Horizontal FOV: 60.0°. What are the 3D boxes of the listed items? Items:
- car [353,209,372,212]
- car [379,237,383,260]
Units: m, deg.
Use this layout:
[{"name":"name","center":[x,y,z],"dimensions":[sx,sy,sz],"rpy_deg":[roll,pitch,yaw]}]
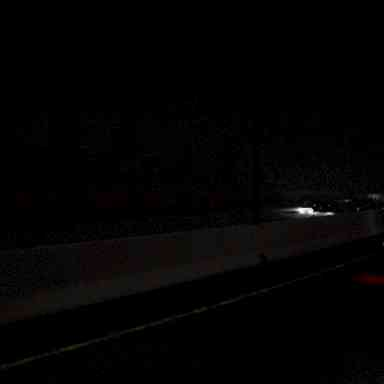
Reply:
[{"name":"car","center":[15.467,1.179,30.152],"dimensions":[2.128,1.511,4.902],"rpy_deg":[0,0,35]},{"name":"car","center":[7.520,1.420,10.218],"dimensions":[5.357,1.411,2.033],"rpy_deg":[-1,0,-43]}]
